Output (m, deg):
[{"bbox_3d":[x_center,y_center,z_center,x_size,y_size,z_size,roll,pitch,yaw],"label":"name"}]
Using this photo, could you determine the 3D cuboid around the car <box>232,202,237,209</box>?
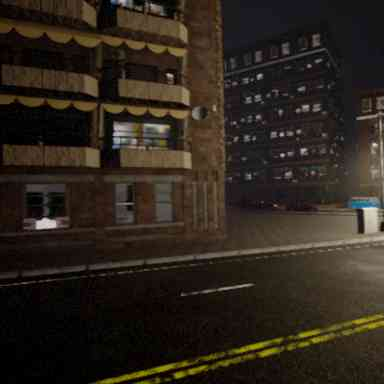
[{"bbox_3d":[9.090,1.858,54.220,5.009,1.841,2.192,-1,-2,34],"label":"car"}]

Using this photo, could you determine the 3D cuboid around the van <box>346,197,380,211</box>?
[{"bbox_3d":[23.120,1.609,44.806,3.998,1.788,1.690,-1,-2,34],"label":"van"}]

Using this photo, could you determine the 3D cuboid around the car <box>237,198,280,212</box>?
[{"bbox_3d":[9.013,1.746,44.181,5.009,1.841,2.192,-1,-2,34],"label":"car"}]

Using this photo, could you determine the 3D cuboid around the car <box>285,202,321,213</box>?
[{"bbox_3d":[13.690,1.921,41.035,4.206,1.307,1.802,-1,-2,34],"label":"car"}]
